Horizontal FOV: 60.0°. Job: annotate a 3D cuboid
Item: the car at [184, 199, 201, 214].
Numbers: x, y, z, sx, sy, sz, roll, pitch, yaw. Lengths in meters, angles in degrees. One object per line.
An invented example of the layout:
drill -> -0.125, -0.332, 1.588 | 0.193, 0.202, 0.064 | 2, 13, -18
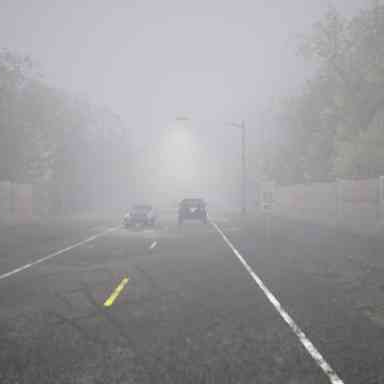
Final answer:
car -> 0.085, 1.777, 42.409 | 2.097, 1.767, 4.553 | 0, -1, 0

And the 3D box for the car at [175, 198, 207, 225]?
car -> 0.067, 1.494, 26.942 | 2.150, 2.045, 5.566 | -1, -1, 1

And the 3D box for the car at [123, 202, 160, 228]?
car -> -3.599, 1.601, 24.328 | 2.097, 1.767, 4.553 | 0, 0, 0

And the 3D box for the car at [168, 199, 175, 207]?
car -> -3.520, 2.144, 64.646 | 1.837, 1.490, 4.892 | 0, 0, 0
